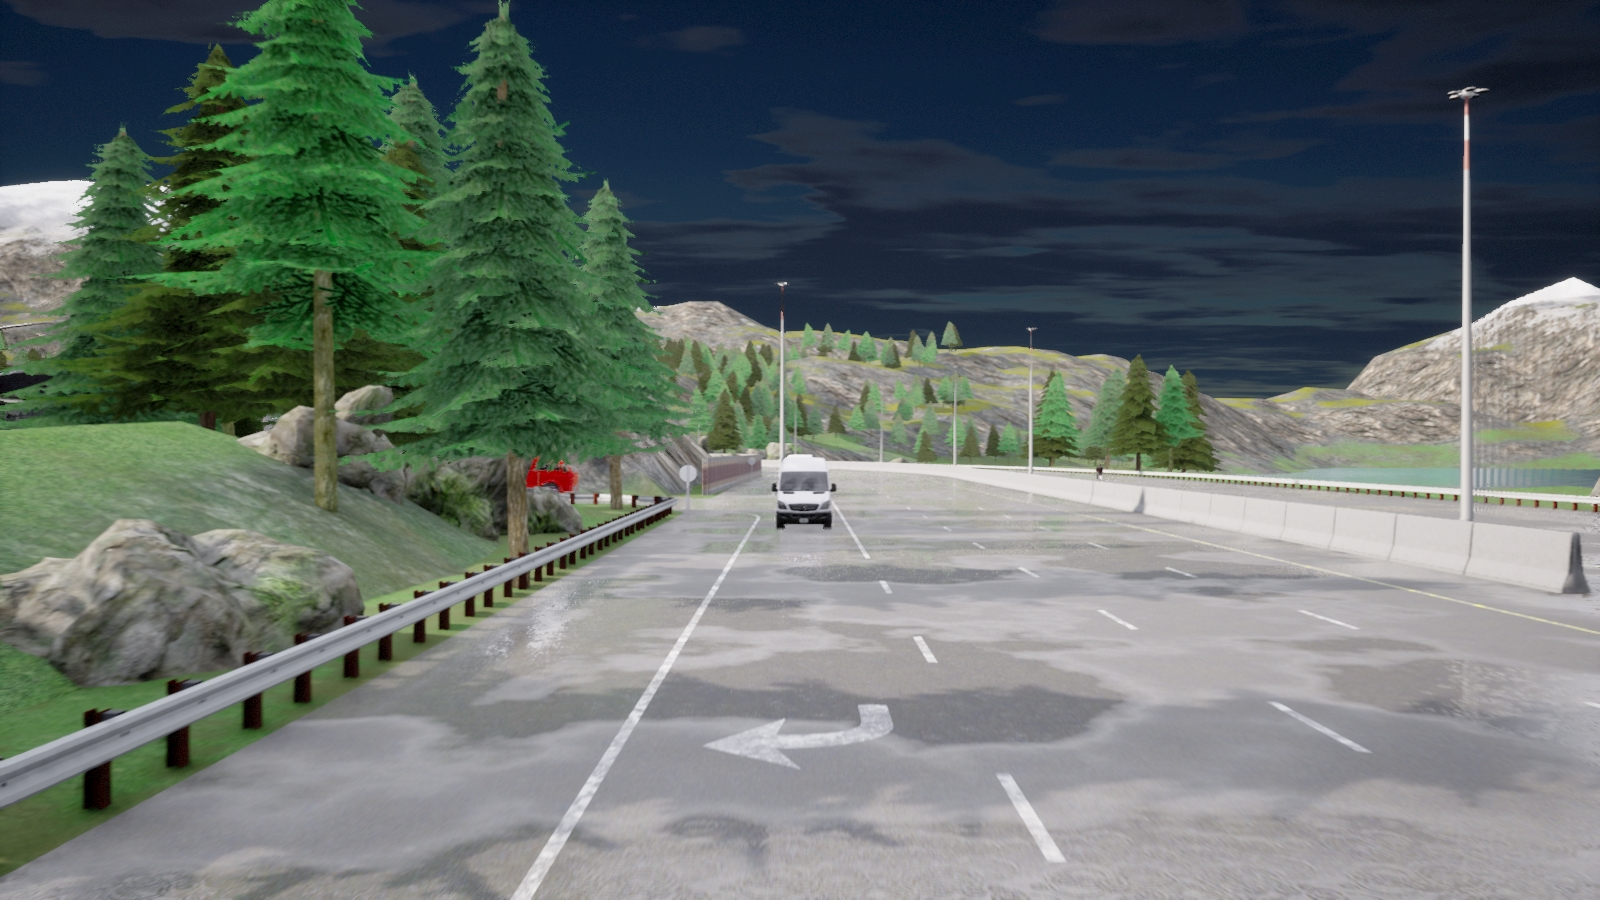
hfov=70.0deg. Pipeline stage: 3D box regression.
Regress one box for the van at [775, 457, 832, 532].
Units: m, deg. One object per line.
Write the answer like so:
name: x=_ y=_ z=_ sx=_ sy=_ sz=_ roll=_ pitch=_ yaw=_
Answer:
van: x=0.171 y=1.557 z=42.267 sx=1.988 sy=2.561 sz=5.915 roll=0 pitch=0 yaw=1
